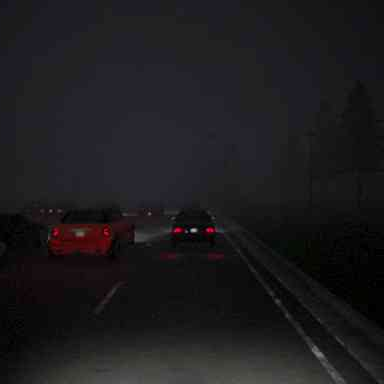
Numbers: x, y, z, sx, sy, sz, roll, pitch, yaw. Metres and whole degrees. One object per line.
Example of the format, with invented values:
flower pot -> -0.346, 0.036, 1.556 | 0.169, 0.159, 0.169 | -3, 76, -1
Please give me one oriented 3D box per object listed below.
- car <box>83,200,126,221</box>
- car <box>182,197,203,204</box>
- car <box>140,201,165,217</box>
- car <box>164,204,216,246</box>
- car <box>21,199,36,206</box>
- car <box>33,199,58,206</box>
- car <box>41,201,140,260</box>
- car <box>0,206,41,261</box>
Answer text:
car -> -6.974, 1.440, 27.156 | 2.033, 1.411, 5.357 | 0, 0, 0
car -> 0.020, 1.442, 30.376 | 1.994, 1.385, 4.181 | 0, 0, 0
car -> -3.478, 1.483, 29.489 | 1.895, 1.301, 4.718 | 0, 0, 0
car -> 0.059, 1.486, 14.969 | 2.033, 1.411, 5.357 | 0, 0, 0
car -> -13.980, 1.373, 30.776 | 2.128, 1.511, 4.902 | 0, 0, 0
car -> -10.474, 1.441, 27.150 | 2.033, 1.411, 5.357 | 0, 0, 0
car -> -3.443, 1.302, 12.360 | 2.097, 1.767, 4.553 | 0, 0, 0
car -> -6.941, 1.459, 11.951 | 1.837, 1.490, 4.892 | 0, 0, 0
